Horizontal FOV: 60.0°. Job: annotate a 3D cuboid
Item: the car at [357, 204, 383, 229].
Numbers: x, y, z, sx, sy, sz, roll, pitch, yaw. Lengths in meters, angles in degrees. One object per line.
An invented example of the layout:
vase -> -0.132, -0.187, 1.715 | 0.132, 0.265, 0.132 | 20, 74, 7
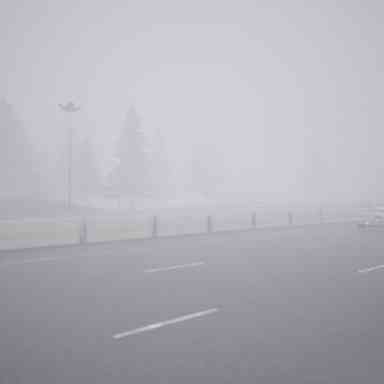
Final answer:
car -> 12.326, 1.654, 21.148 | 4.674, 1.442, 1.812 | 1, 0, -36

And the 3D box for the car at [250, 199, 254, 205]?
car -> 14.603, 2.383, 82.314 | 1.882, 1.535, 5.008 | 0, -2, -1

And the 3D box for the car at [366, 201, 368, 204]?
car -> 32.684, 2.247, 56.860 | 5.357, 1.411, 2.033 | 2, -1, -34
